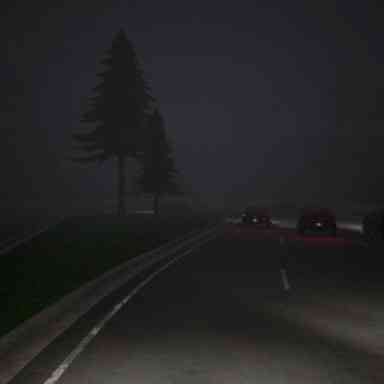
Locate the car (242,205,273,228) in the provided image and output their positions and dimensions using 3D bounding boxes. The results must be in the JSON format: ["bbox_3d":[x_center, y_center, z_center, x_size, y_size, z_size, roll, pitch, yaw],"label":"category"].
[{"bbox_3d":[4.532,1.623,23.268,1.812,1.442,4.674,0,0,14],"label":"car"}]

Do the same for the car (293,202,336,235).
[{"bbox_3d":[7.267,1.562,19.749,1.882,1.535,5.008,0,0,15],"label":"car"}]

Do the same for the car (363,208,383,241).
[{"bbox_3d":[10.135,1.566,16.915,2.128,1.511,4.902,0,0,15],"label":"car"}]

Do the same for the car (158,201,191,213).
[{"bbox_3d":[-2.214,1.721,38.806,4.181,1.385,1.994,0,0,14],"label":"car"}]

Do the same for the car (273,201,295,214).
[{"bbox_3d":[10.698,1.707,37.778,2.033,1.411,5.357,0,0,-31],"label":"car"}]
